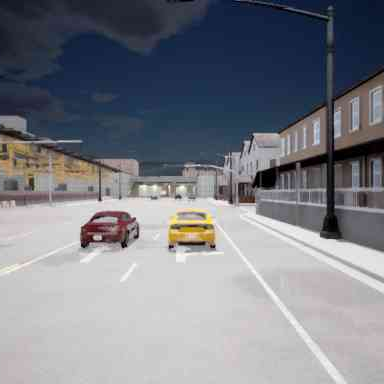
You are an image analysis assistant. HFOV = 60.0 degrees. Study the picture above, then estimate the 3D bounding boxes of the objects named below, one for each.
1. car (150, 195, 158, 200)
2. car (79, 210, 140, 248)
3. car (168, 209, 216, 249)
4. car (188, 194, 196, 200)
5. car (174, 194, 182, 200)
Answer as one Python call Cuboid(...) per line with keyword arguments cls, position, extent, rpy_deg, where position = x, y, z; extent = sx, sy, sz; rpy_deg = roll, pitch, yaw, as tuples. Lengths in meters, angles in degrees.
Cuboid(cls="car", position=(-10.500, 1.500, 91.777), extent=(1.812, 1.442, 4.674), rpy_deg=(0, 0, 0))
Cuboid(cls="car", position=(-3.500, 1.531, 14.650), extent=(1.812, 1.442, 4.674), rpy_deg=(0, 0, 0))
Cuboid(cls="car", position=(0.000, 1.483, 14.650), extent=(1.882, 1.535, 5.008), rpy_deg=(0, 0, 0))
Cuboid(cls="car", position=(0.000, 1.371, 85.172), extent=(2.128, 1.511, 4.902), rpy_deg=(0, 0, 0))
Cuboid(cls="car", position=(-3.500, 1.346, 85.172), extent=(1.837, 1.490, 4.892), rpy_deg=(0, 0, 0))
